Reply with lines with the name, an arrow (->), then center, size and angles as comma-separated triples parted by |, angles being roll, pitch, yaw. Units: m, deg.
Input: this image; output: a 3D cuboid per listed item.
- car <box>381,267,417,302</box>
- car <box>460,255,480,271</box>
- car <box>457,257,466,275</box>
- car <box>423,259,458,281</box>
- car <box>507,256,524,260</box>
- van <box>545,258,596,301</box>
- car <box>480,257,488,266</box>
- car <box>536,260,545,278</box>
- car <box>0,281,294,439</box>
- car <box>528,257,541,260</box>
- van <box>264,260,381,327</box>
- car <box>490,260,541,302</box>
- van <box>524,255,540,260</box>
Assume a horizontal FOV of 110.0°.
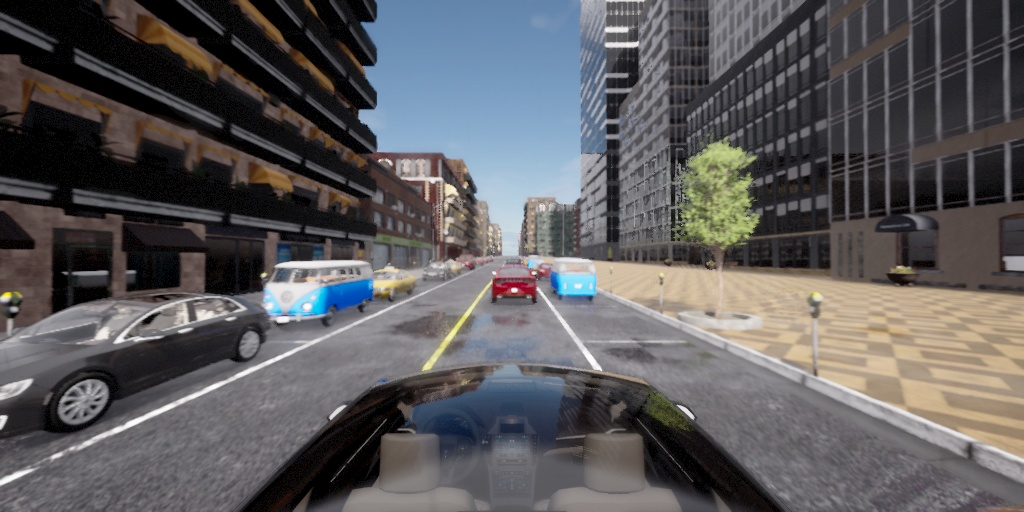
car -> -5.683, 1.184, 16.396 | 1.751, 1.417, 4.829 | 0, 0, 0
car -> -5.671, 0.801, 44.413 | 2.192, 1.841, 5.009 | 0, 0, 0
car -> -5.676, 1.080, 33.105 | 1.751, 1.417, 4.829 | 0, 0, 0
car -> -5.678, 1.140, 27.704 | 2.007, 1.370, 4.403 | 0, 0, 0
car -> 0.115, 1.020, 39.566 | 1.837, 1.490, 4.892 | 0, 0, 0
van -> 2.698, 0.998, 16.562 | 1.690, 1.789, 3.998 | 0, 0, 0
car -> -5.664, 0.931, 61.122 | 1.888, 1.381, 4.507 | 0, 0, 0
car -> 2.703, 1.169, 27.699 | 1.802, 1.307, 4.207 | 0, 0, 0
car -> -5.688, 1.278, 5.426 | 2.007, 1.370, 4.403 | 0, 0, 0
car -> 2.705, 1.078, 33.439 | 1.751, 1.417, 4.829 | 0, 0, 0
van -> -5.685, 1.034, 10.997 | 1.690, 1.789, 3.998 | 0, 0, 0
car -> 0.098, 1.136, 16.322 | 1.882, 1.535, 5.008 | 0, 1, 0
van -> 2.710, 0.825, 44.409 | 1.690, 1.789, 3.998 | 0, 0, 0
